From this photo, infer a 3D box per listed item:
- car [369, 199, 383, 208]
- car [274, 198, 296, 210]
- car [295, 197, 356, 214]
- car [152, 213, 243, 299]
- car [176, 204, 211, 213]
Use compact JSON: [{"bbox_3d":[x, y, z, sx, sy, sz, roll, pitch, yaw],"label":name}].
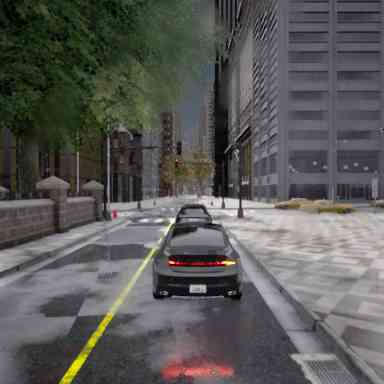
[{"bbox_3d":[23.436,1.133,38.962,4.829,1.417,1.752,-1,1,0],"label":"car"},{"bbox_3d":[12.095,1.318,39.022,4.829,1.417,1.752,-1,1,0],"label":"car"},{"bbox_3d":[12.399,1.333,30.496,4.829,1.417,1.752,-1,1,0],"label":"car"},{"bbox_3d":[0.111,1.505,8.435,1.837,1.490,4.892,0,0,0],"label":"car"},{"bbox_3d":[0.094,1.435,18.565,2.033,1.649,4.856,0,0,0],"label":"car"}]
